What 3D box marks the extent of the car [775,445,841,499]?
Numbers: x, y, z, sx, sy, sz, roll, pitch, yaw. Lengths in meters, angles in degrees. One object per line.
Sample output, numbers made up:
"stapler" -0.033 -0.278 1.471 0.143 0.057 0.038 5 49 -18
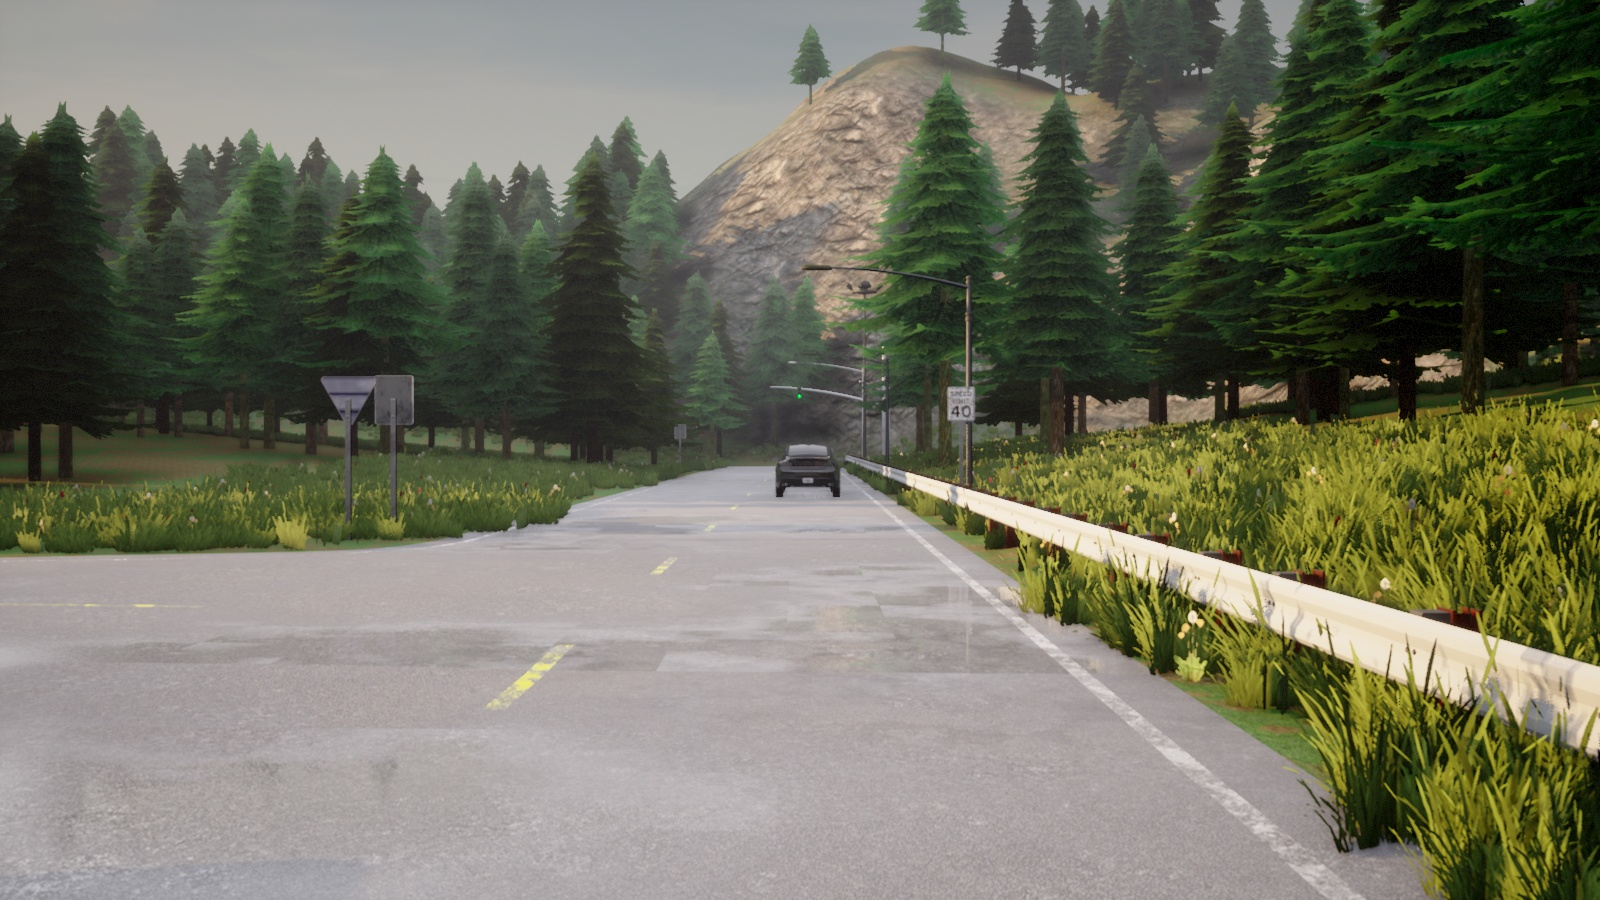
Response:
"car" 0.233 0.587 37.146 1.837 1.490 4.892 0 0 0
